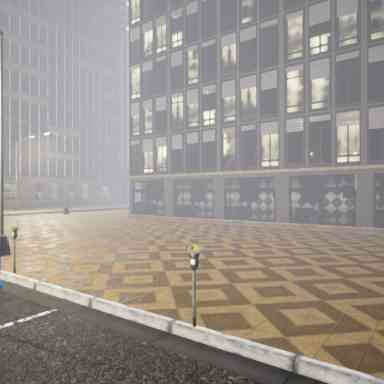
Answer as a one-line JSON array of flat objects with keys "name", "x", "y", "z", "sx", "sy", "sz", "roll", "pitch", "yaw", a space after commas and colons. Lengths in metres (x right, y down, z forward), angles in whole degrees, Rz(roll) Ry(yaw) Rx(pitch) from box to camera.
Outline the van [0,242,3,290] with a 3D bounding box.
[{"name": "van", "x": -5.649, "y": 1.337, "z": 7.020, "sx": 3.998, "sy": 1.788, "sz": 1.690, "roll": 0, "pitch": 0, "yaw": 36}]
